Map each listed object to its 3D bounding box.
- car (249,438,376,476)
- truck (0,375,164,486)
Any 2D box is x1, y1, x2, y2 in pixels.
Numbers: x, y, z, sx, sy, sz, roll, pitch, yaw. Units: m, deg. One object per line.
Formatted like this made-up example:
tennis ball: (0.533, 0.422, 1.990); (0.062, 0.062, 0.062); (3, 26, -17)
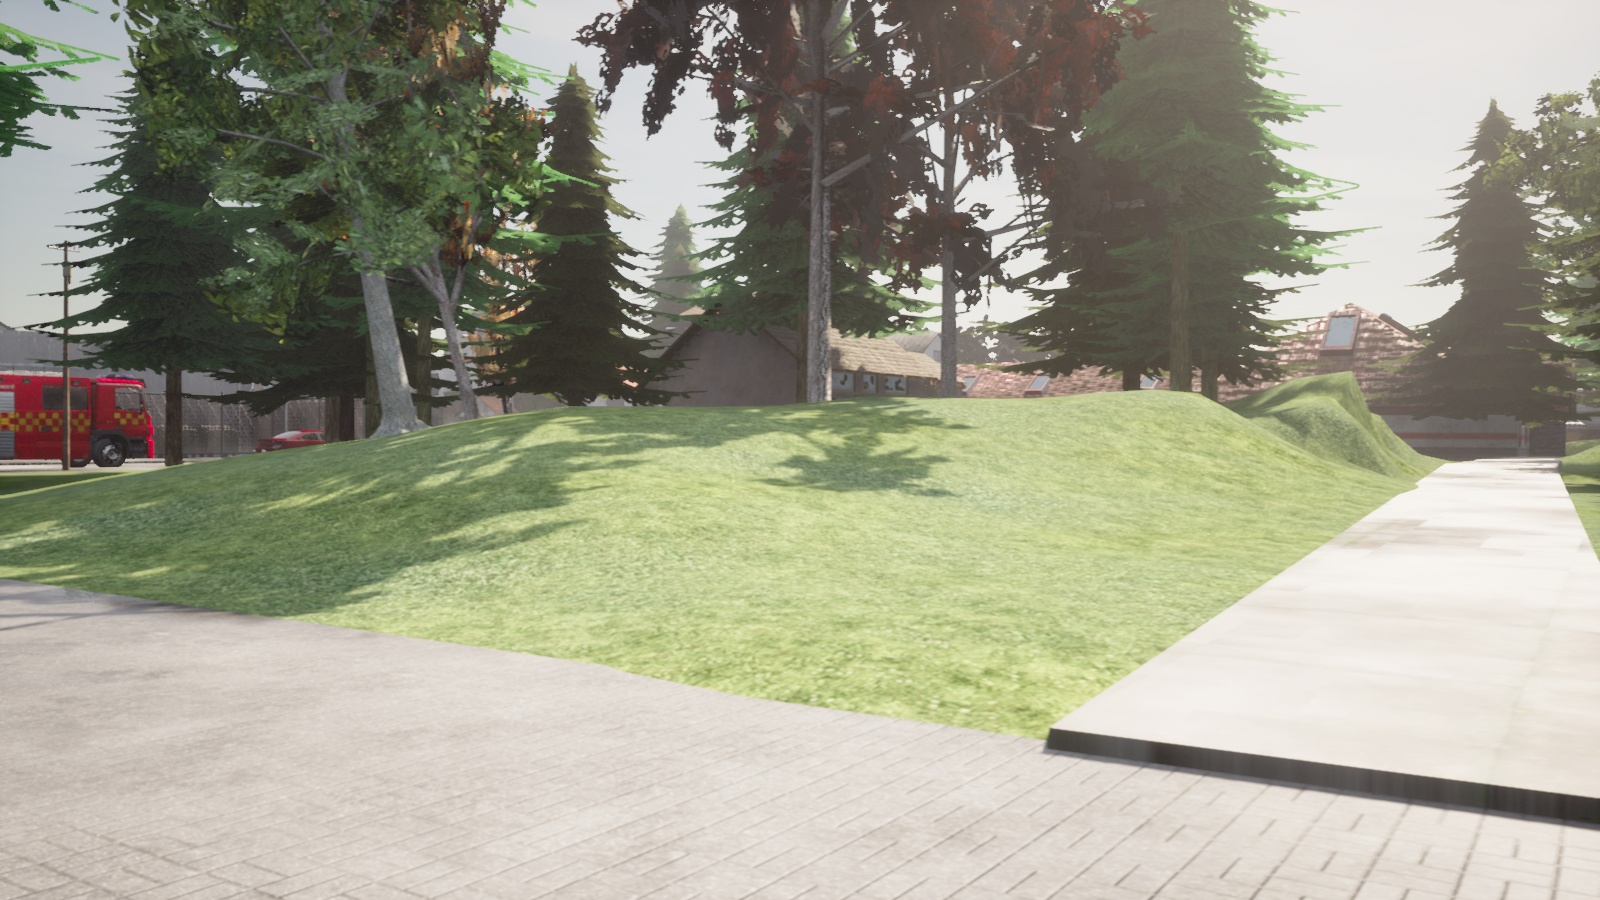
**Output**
car: (-21.239, 0.258, 54.918); (1.882, 1.535, 5.008); (0, 1, 33)
truck: (-27.777, -0.691, 45.074); (2.891, 3.827, 8.468); (0, 1, 34)
